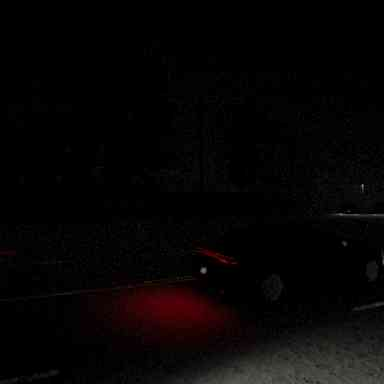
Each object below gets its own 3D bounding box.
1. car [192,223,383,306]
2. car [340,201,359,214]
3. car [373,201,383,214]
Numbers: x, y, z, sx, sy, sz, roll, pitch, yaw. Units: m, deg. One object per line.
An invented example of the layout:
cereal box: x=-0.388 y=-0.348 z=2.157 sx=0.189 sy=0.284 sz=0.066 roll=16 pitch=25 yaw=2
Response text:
car: x=2.438 y=1.486 z=8.041 sx=5.008 sy=1.535 sz=1.882 roll=0 pitch=0 yaw=-27
car: x=18.438 y=1.814 z=39.011 sx=2.033 sy=1.411 sz=5.357 roll=-1 pitch=-1 yaw=26
car: x=21.672 y=1.773 z=37.685 sx=2.033 sy=1.411 sz=5.357 roll=-1 pitch=-1 yaw=26
